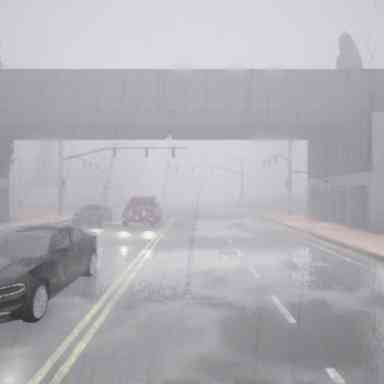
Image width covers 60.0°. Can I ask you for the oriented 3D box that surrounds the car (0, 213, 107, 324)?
[{"bbox_3d":[-3.585,1.494,7.478,1.882,1.535,5.008,0,0,0],"label":"car"}]

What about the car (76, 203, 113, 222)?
[{"bbox_3d":[-6.988,1.579,23.830,1.837,1.490,4.892,0,0,0],"label":"car"}]

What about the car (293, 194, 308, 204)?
[{"bbox_3d":[19.557,1.282,61.818,1.905,1.878,3.866,0,0,0],"label":"car"}]

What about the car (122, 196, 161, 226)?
[{"bbox_3d":[-3.487,1.293,23.859,2.150,2.045,5.566,0,0,0],"label":"car"}]

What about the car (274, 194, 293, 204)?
[{"bbox_3d":[16.663,1.279,61.864,1.932,1.855,4.605,0,0,0],"label":"car"}]

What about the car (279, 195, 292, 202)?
[{"bbox_3d":[22.215,1.557,79.292,1.970,1.475,3.806,0,0,0],"label":"car"}]
